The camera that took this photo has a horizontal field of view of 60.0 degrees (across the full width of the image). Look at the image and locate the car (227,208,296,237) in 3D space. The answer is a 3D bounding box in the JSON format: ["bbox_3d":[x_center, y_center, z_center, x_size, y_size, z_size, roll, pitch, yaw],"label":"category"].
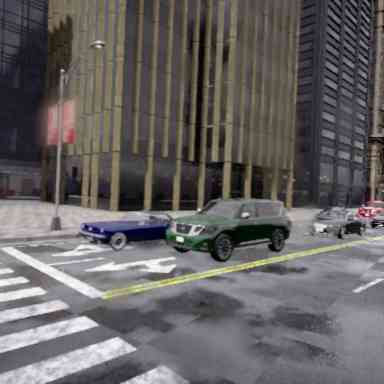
[{"bbox_3d":[4.193,1.690,19.734,1.994,1.385,4.181,3,0,45],"label":"car"}]

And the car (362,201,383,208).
[{"bbox_3d":[19.007,1.966,34.152,5.566,2.045,2.150,2,0,-43],"label":"car"}]

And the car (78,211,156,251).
[{"bbox_3d":[-2.107,1.465,13.572,4.718,1.301,1.895,2,0,-44],"label":"car"}]

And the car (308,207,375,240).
[{"bbox_3d":[8.561,1.815,19.458,4.902,1.511,2.128,2,0,-44],"label":"car"}]

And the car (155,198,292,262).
[{"bbox_3d":[1.602,1.256,12.638,5.566,2.045,2.150,2,0,-44],"label":"car"}]

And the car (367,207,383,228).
[{"bbox_3d":[16.061,2.184,26.783,5.357,1.411,2.033,2,0,-45],"label":"car"}]

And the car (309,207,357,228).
[{"bbox_3d":[11.463,1.955,26.835,4.674,1.442,1.812,2,0,-44],"label":"car"}]
